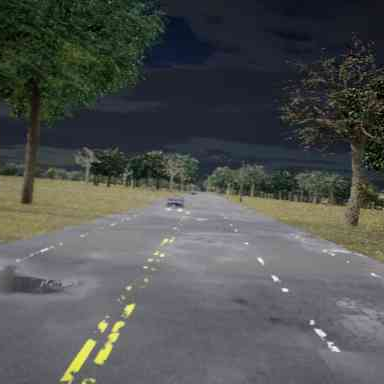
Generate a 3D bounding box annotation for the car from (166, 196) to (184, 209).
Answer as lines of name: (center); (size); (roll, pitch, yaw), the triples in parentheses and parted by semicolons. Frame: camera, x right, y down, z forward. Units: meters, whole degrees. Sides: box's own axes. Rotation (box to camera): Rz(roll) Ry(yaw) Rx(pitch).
car: (-1.859, 1.141, 39.164); (2.033, 1.411, 5.357); (5, 0, 2)
